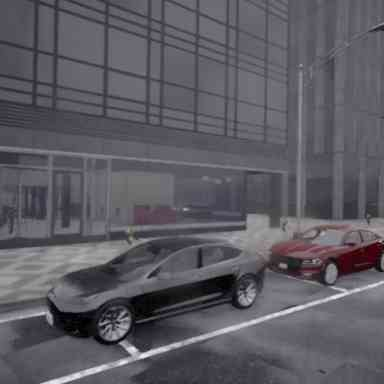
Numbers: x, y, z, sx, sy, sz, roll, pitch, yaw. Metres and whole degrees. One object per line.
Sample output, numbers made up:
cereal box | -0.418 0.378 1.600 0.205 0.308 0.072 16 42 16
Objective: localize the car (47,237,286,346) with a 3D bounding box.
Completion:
car | -0.435 1.603 6.446 4.313 1.339 1.947 1 0 -35

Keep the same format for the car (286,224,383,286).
car | 4.143 1.646 9.712 4.507 1.381 1.887 1 0 -35
